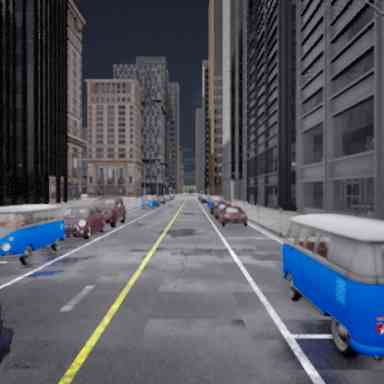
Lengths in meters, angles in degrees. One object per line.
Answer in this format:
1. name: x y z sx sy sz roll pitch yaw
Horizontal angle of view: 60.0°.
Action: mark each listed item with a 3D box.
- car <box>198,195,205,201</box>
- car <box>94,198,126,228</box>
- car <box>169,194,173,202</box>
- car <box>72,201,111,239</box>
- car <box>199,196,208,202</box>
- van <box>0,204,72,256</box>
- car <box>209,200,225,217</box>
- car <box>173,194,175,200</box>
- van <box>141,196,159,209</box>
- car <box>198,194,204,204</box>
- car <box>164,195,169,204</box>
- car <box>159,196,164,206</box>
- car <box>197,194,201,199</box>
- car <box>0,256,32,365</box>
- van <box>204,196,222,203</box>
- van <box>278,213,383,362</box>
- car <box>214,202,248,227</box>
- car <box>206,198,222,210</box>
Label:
1. car: 2.647 1.548 90.552 1.752 1.417 4.829 0 0 0
2. car: -5.793 1.328 22.680 2.192 1.841 5.009 0 0 0
3. car: -5.857 1.470 73.447 1.967 1.590 4.097 0 0 0
4. car: -5.786 1.451 17.038 1.967 1.590 4.097 0 0 0
5. car: 2.661 1.592 79.100 1.947 1.339 4.313 0 0 0
6. van: -5.779 1.349 11.397 1.690 1.788 3.998 0 0 0
7. car: 2.726 1.594 28.335 1.802 1.307 4.206 0 0 0
8. car: -5.871 1.594 84.729 1.947 1.339 4.313 0 0 0
9. van: -5.822 1.363 45.243 1.690 1.788 3.998 0 0 0
10. car: 2.683 1.569 62.179 1.887 1.381 4.507 0 0 0
11. car: -5.843 1.594 62.165 1.947 1.339 4.313 0 0 0
12. car: -5.828 1.569 50.884 1.887 1.381 4.507 0 0 0
13. car: 2.669 1.577 73.460 2.008 1.369 4.403 0 0 0
14. car: -2.999 1.550 1.544 2.033 1.411 5.357 0 0 0
15. van: 2.710 1.358 39.616 1.690 1.788 3.998 0 0 0
16. van: 2.753 1.343 5.772 1.690 1.788 3.998 0 0 0
17. car: 2.733 1.591 22.694 1.802 1.307 4.206 0 0 0
18. car: 2.718 1.580 33.975 1.947 1.339 4.313 0 0 0
